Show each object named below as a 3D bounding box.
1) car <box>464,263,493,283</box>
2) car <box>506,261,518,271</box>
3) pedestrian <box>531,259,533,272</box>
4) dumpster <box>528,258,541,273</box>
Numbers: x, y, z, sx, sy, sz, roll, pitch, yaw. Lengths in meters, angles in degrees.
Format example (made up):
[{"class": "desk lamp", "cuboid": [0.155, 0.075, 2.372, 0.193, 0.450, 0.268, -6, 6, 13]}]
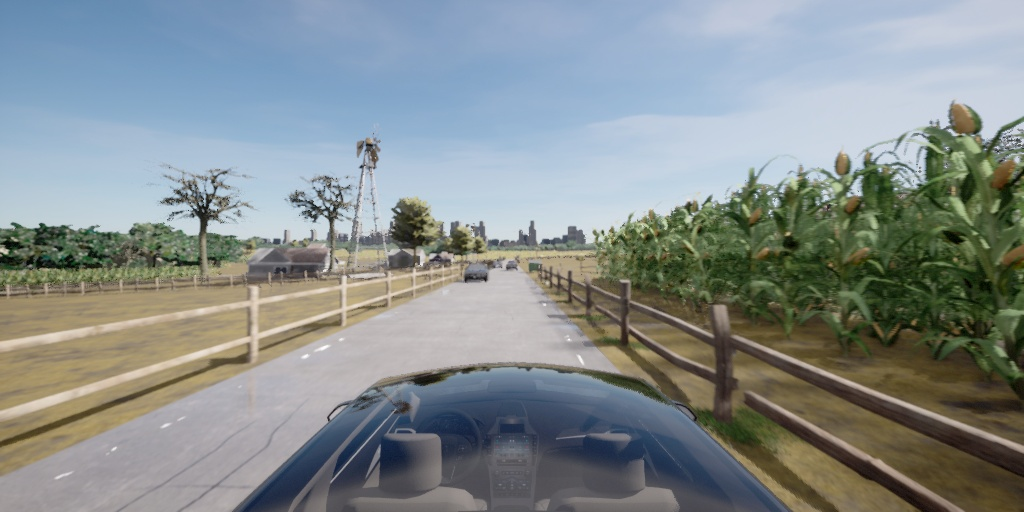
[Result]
[{"class": "car", "cuboid": [-2.859, 1.380, 29.907, 1.882, 1.535, 5.008, 0, -1, 0]}, {"class": "car", "cuboid": [-0.003, 1.672, 60.241, 2.128, 1.511, 4.902, 0, -1, 1]}, {"class": "pedestrian", "cuboid": [2.804, 1.340, 50.578, 0.375, 1.860, 0.375, -1, 1, -15]}, {"class": "dumpster", "cuboid": [3.105, 1.472, 49.104, 1.020, 1.700, 1.940, 0, 0, 0]}]
